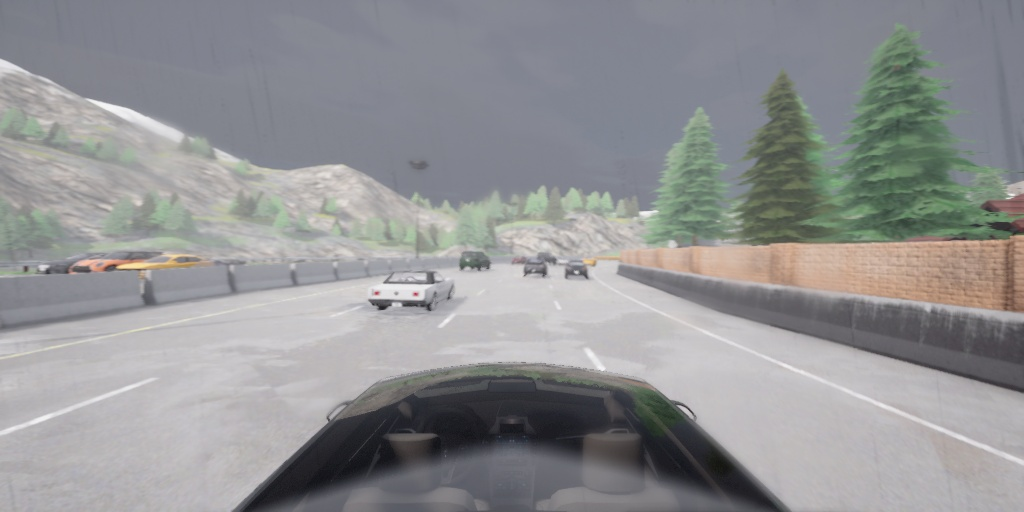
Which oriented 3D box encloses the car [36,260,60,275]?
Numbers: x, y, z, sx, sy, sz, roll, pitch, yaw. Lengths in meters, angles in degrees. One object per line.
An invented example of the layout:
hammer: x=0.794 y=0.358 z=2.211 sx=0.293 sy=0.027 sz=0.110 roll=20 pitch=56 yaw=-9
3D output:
car: x=-27.347 y=0.520 z=23.506 sx=2.128 sy=1.511 sz=4.902 roll=1 pitch=1 yaw=6

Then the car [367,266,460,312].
car: x=-3.414 y=1.166 z=13.189 sx=1.895 sy=1.301 sz=4.718 roll=1 pitch=1 yaw=2

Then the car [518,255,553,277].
car: x=2.114 y=0.961 z=31.050 sx=2.128 sy=1.511 sz=4.902 roll=1 pitch=1 yaw=9

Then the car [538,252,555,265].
car: x=5.603 y=0.448 z=58.539 sx=2.150 sy=2.045 sz=5.566 roll=1 pitch=-1 yaw=21

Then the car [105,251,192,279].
car: x=-20.496 y=0.648 z=21.595 sx=1.882 sy=1.535 sz=5.008 roll=1 pitch=1 yaw=5

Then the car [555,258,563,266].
car: x=8.778 y=0.907 z=57.199 sx=1.895 sy=1.301 sz=4.718 roll=1 pitch=1 yaw=21

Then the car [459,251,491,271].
car: x=-3.831 y=0.511 z=37.996 sx=2.150 sy=2.045 sz=5.566 roll=1 pitch=1 yaw=12

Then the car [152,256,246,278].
car: x=-17.098 y=0.843 z=20.586 sx=1.895 sy=1.301 sz=4.718 roll=1 pitch=1 yaw=5

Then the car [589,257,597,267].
car: x=12.167 y=0.857 z=55.992 sx=1.882 sy=1.535 sz=5.008 roll=1 pitch=1 yaw=20

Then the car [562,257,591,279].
car: x=5.324 y=1.067 z=29.754 sx=1.812 sy=1.442 sz=4.674 roll=1 pitch=1 yaw=9

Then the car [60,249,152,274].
car: x=-23.931 y=0.454 z=22.242 sx=2.097 sy=1.767 sz=4.553 roll=1 pitch=1 yaw=5

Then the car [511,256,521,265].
car: x=1.304 y=0.704 z=56.748 sx=1.812 sy=1.442 sz=4.674 roll=1 pitch=1 yaw=19
